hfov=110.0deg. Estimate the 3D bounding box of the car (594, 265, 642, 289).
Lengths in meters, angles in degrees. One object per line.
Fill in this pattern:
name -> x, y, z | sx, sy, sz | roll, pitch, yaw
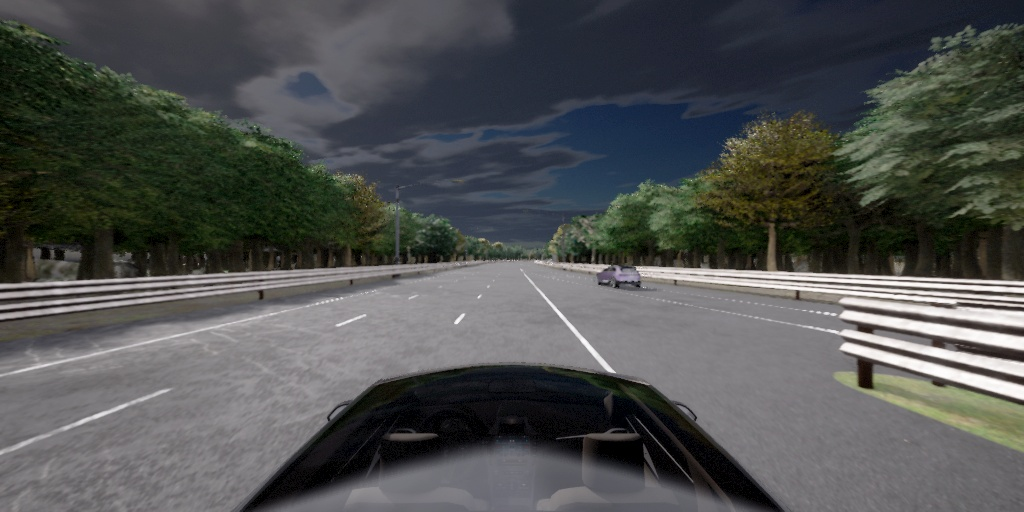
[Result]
car -> 7.807, 1.497, 26.710 | 2.033, 1.649, 4.856 | 0, 0, -9
